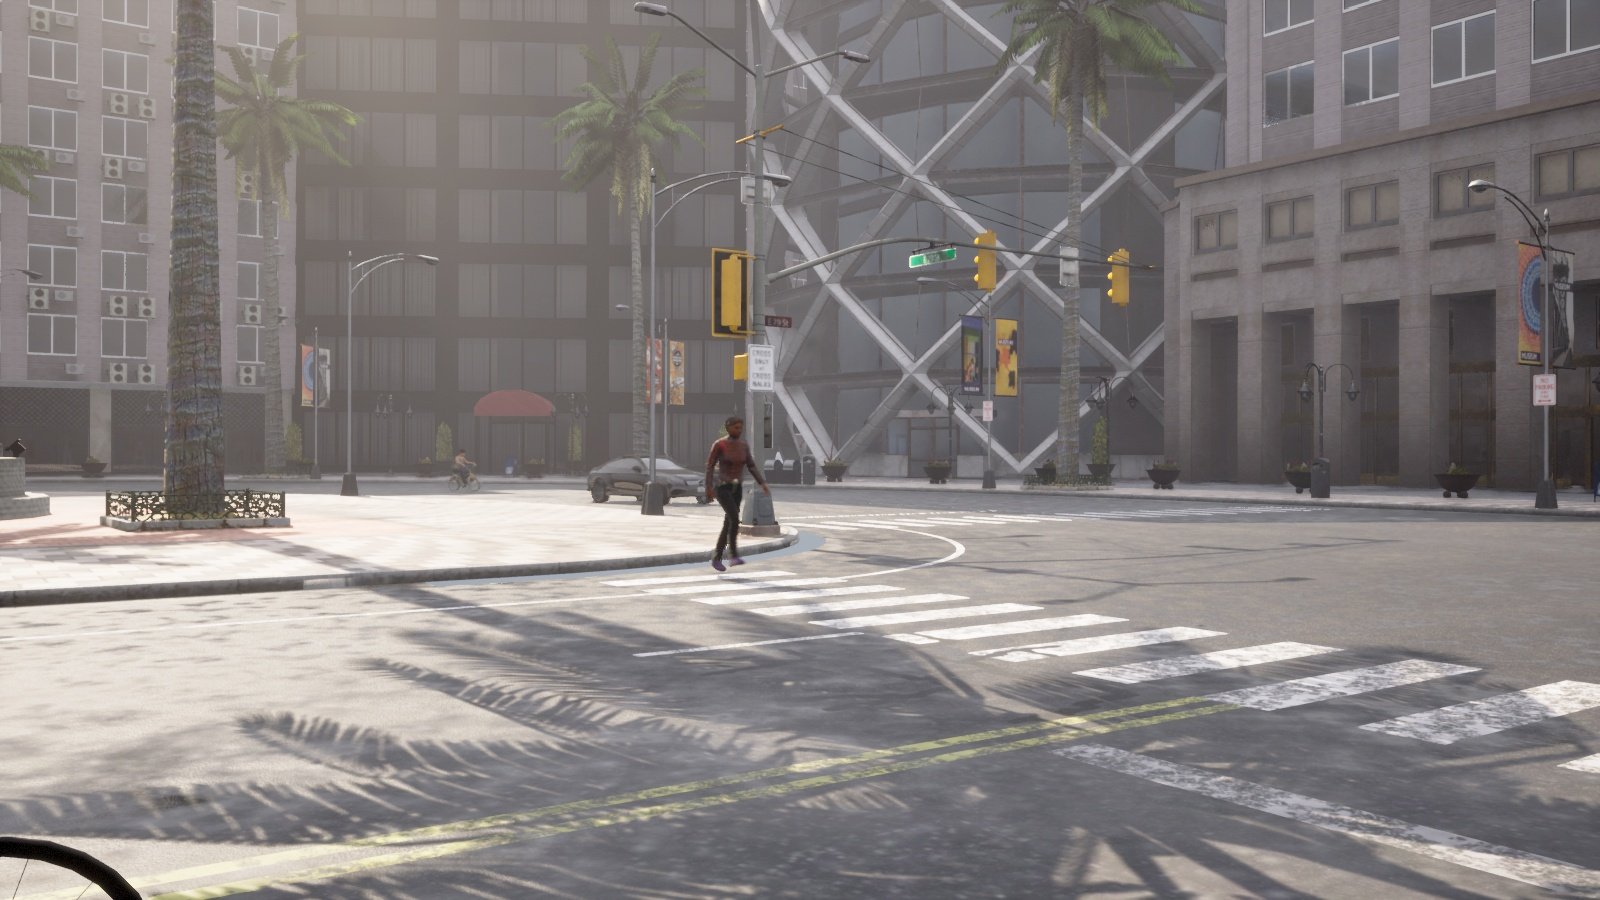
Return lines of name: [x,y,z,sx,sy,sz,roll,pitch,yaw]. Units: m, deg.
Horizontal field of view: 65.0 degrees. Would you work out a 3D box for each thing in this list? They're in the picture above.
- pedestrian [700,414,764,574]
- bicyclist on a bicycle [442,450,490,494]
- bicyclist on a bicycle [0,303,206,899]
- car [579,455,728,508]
pedestrian: [-0.799,0.496,14.636,0.328,1.805,0.869,0,0,-36]
bicyclist on a bicycle: [-12.423,0.822,46.734,1.509,1.612,0.866,0,1,24]
bicyclist on a bicycle: [-2.110,0.625,2.206,1.843,1.776,0.659,0,0,-35]
car: [-4.346,0.870,36.715,1.812,1.442,4.674,0,0,-45]
